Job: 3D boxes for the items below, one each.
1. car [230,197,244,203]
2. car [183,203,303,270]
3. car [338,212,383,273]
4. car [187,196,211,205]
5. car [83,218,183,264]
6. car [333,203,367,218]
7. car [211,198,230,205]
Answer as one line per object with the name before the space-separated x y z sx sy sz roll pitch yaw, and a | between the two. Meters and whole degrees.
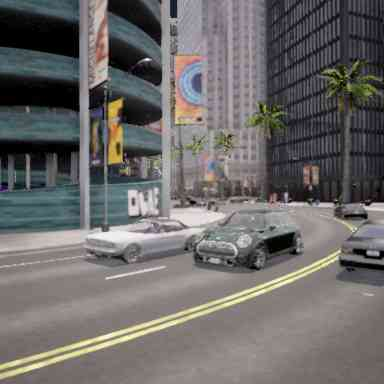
car | 10.006 1.871 75.187 2.231 1.521 4.892 0 0 -20
car | 2.059 1.411 11.425 2.097 1.767 4.553 -1 -1 39
car | 6.049 1.579 10.276 2.033 1.411 5.357 0 0 38
car | 1.078 1.839 59.851 2.128 1.511 4.902 0 0 -19
car | -1.544 1.684 12.387 1.895 1.301 4.718 -1 0 42
car | 14.132 1.669 29.904 1.994 1.385 4.181 0 0 9
car | 4.576 1.857 60.448 1.812 1.442 4.674 0 -1 -19
